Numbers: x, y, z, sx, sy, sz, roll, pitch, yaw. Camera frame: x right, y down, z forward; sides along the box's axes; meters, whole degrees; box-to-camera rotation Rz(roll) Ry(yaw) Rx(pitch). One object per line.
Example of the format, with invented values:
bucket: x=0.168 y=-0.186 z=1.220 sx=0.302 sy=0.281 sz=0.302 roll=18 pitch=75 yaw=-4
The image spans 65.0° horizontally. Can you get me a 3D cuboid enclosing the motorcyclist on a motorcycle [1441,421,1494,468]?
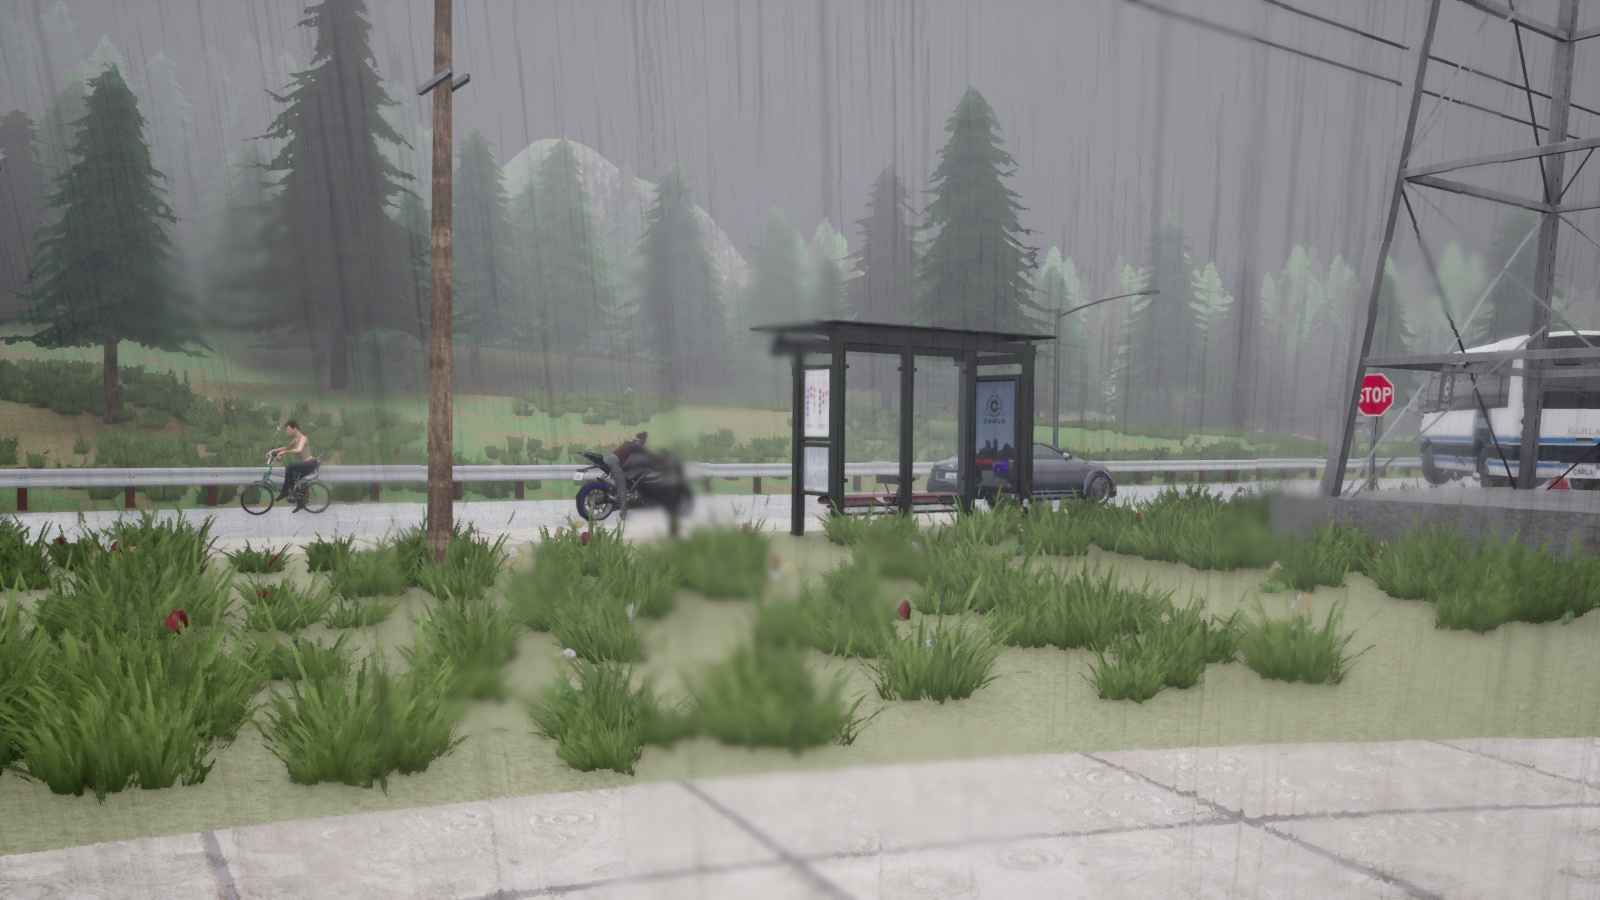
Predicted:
motorcyclist on a motorcycle: x=22.955 y=-0.199 z=43.160 sx=1.817 sy=1.590 sz=0.866 roll=-1 pitch=1 yaw=-35

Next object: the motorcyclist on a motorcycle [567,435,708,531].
motorcyclist on a motorcycle: x=-2.729 y=0.518 z=21.208 sx=2.191 sy=1.530 sz=0.866 roll=-1 pitch=1 yaw=-35

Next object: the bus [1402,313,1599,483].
bus: x=20.869 y=-1.400 z=36.621 sx=3.944 sy=4.253 sz=10.273 roll=0 pitch=1 yaw=14

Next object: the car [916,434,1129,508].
car: x=4.695 y=0.383 z=26.325 sx=4.181 sy=1.385 sz=1.994 roll=-1 pitch=1 yaw=-34

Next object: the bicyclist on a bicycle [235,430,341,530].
bicyclist on a bicycle: x=-8.697 y=0.481 z=21.338 sx=1.509 sy=1.612 sz=0.866 roll=-1 pitch=1 yaw=-34
